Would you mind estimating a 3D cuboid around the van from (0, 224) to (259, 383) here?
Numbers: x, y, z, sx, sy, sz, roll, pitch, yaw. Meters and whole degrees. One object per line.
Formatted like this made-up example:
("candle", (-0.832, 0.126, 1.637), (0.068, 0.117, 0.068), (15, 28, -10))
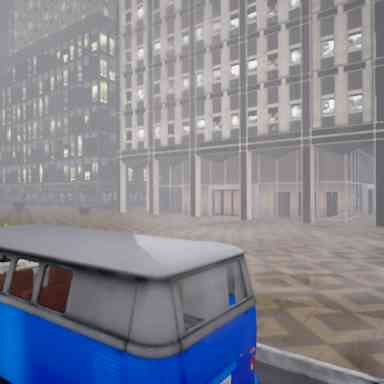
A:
("van", (-1.253, 1.338, 3.775), (3.998, 1.788, 1.690), (0, 0, 35))
